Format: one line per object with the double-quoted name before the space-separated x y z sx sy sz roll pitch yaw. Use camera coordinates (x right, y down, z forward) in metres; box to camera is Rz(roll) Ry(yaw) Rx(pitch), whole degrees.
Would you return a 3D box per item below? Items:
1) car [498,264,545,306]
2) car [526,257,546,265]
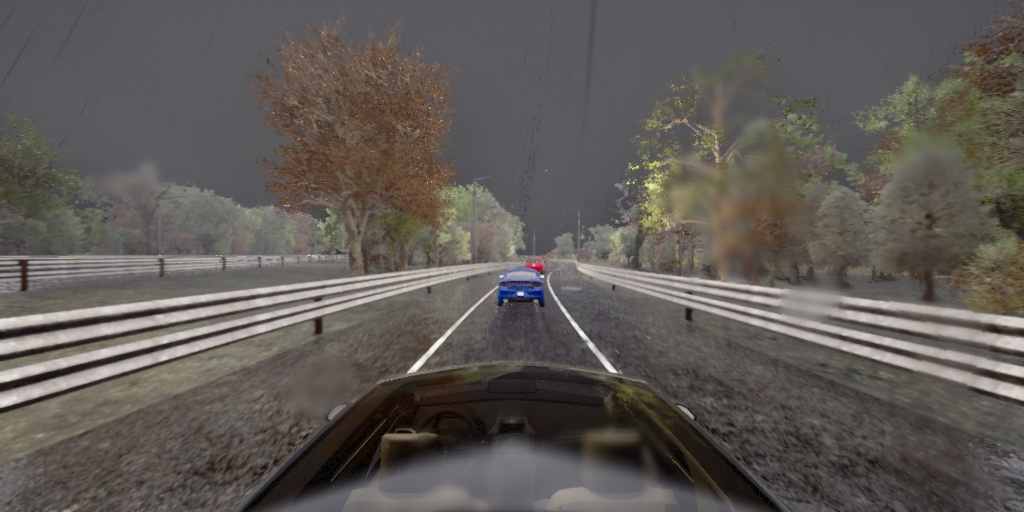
"car" 0.446 1.297 16.228 1.882 1.535 5.008 0 0 3
"car" 2.837 1.197 43.234 2.150 2.045 5.566 0 0 8
